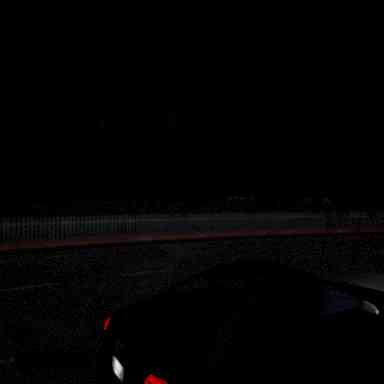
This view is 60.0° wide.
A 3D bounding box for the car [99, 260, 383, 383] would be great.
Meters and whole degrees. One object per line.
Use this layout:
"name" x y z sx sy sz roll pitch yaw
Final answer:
"car" 1.078 1.565 3.989 4.181 1.385 1.994 1 0 -30
